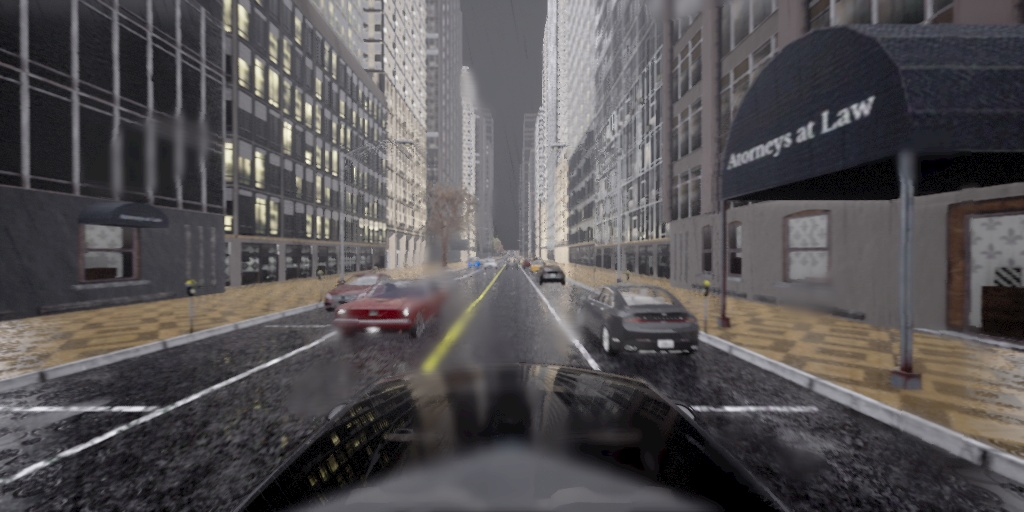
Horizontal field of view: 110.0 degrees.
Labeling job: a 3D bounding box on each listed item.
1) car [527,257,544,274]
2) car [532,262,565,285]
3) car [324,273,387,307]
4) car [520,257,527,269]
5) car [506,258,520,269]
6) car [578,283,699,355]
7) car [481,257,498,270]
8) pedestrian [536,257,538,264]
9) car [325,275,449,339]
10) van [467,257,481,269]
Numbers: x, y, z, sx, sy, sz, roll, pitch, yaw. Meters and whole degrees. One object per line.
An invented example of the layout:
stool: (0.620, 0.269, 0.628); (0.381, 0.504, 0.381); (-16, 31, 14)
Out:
car: (3.001, 1.189, 40.928); (1.801, 1.575, 5.366); (0, 0, 0)
car: (2.690, 1.309, 25.547); (1.948, 1.339, 4.313); (0, 0, 0)
car: (-5.690, 1.329, 14.156); (1.802, 1.307, 4.207); (0, 0, 0)
car: (2.691, 1.036, 54.039); (2.192, 1.841, 5.009); (0, 0, 0)
car: (0.002, 1.213, 55.313); (2.128, 1.511, 4.902); (0, 0, 0)
car: (2.691, 1.299, 8.452); (2.007, 1.370, 4.403); (0, 0, 0)
car: (-3.070, 1.250, 51.857); (1.812, 1.442, 4.674); (0, 0, 0)
pedestrian: (3.001, 1.025, 43.916); (0.375, 1.860, 0.375); (0, 0, 0)
car: (-3.099, 1.349, 10.226); (1.895, 1.301, 4.718); (0, 0, 0)
van: (-5.690, 1.063, 54.043); (1.690, 1.789, 3.998); (0, 0, 0)
